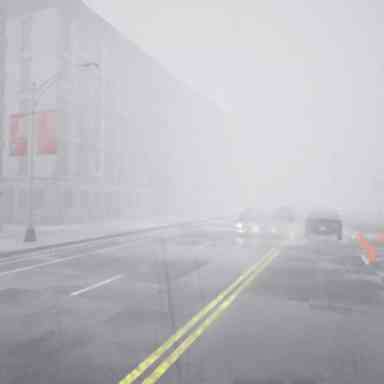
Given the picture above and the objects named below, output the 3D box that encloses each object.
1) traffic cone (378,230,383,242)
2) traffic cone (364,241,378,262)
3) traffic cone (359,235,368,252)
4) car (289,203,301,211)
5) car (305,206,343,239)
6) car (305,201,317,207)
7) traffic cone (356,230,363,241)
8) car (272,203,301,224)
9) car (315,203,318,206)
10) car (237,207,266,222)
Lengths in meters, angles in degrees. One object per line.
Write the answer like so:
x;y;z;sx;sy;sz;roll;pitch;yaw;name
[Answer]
9.637;2.246;16.942;0.340;0.580;0.340;0;-1;23;traffic cone
6.396;2.140;11.795;0.340;0.580;0.340;0;-1;23;traffic cone
7.169;2.173;13.640;0.340;0.580;0.340;0;-1;23;traffic cone
21.682;3.116;69.907;1.882;1.535;5.008;0;-2;23;car
7.794;1.804;19.706;1.882;1.535;5.008;0;-1;23;car
24.671;2.863;68.631;2.150;2.045;5.566;0;-2;23;car
7.942;2.210;15.484;0.340;0.580;0.340;0;-1;23;traffic cone
8.490;2.053;30.286;1.837;1.490;4.892;0;-1;23;car
14.723;2.273;36.244;1.812;1.442;4.674;0;-1;23;car
5.846;2.171;32.386;1.895;1.301;4.718;0;-1;23;car
